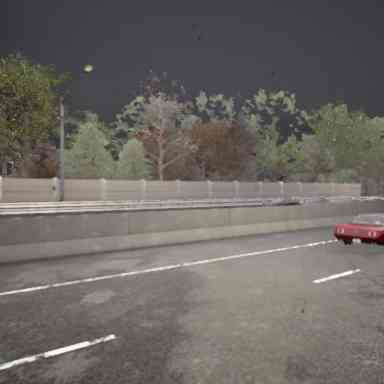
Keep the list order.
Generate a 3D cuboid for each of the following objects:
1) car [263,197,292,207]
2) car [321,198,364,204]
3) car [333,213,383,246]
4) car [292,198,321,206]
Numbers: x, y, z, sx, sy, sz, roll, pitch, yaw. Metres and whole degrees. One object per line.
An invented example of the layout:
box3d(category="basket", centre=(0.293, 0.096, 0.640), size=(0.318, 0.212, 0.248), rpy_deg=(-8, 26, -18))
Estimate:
box3d(category="car", centre=(9.964, 1.361, 36.903), size=(5.008, 1.535, 1.882), rpy_deg=(0, 0, -35))
box3d(category="car", centre=(14.766, 1.383, 31.728), size=(4.892, 1.490, 1.837), rpy_deg=(0, 0, -35))
box3d(category="car", centre=(7.982, 1.535, 13.749), size=(4.718, 1.301, 1.895), rpy_deg=(0, 0, -36))
box3d(category="car", centre=(13.068, 1.383, 34.816), size=(4.892, 1.490, 1.837), rpy_deg=(0, 0, -35))
